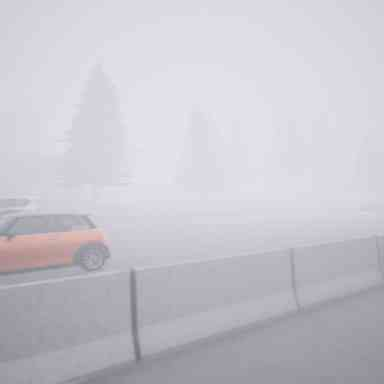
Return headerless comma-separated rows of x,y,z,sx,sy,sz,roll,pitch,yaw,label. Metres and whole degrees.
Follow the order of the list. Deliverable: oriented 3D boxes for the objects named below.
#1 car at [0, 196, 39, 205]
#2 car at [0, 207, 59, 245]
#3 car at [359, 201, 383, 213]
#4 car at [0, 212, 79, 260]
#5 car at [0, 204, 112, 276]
-10.903,1.229,17.710,5.566,2.045,2.150,1,0,-36,car
-8.764,1.513,14.939,4.892,1.490,1.837,0,0,-36,car
22.781,1.843,41.682,4.181,1.385,1.994,1,0,-35,car
-7.060,1.553,11.856,5.357,1.411,2.033,0,0,-36,car
-4.681,1.361,9.252,4.553,1.767,2.097,0,0,-36,car
